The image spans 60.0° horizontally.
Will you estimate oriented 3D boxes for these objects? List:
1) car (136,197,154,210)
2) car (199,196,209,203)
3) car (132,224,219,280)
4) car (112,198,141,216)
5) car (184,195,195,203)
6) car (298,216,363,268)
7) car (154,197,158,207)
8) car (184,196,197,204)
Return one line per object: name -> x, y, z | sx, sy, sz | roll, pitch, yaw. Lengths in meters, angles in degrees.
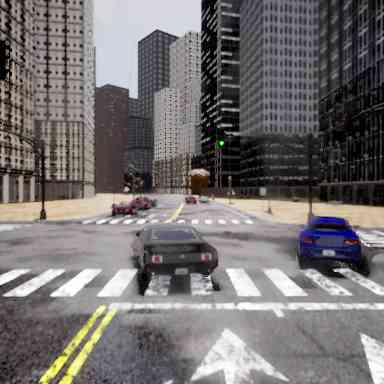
car -> -6.600, 1.396, 43.231 | 2.097, 1.767, 4.553 | 0, 0, 0
car -> 2.693, 1.558, 73.203 | 1.812, 1.442, 4.674 | 0, 0, -4
car -> -0.759, 1.624, 10.127 | 1.895, 1.301, 4.718 | 0, 0, -13
car -> -6.599, 1.605, 32.981 | 1.994, 1.385, 4.181 | 0, 0, 0
car -> -0.608, 1.559, 74.038 | 2.128, 1.511, 4.902 | 0, 0, -4
car -> 4.713, 1.561, 11.438 | 1.812, 1.442, 4.674 | -1, -1, 22
car -> -6.599, 1.536, 53.521 | 2.128, 1.511, 4.902 | 0, 0, 0
car -> -0.112, 1.568, 63.864 | 1.812, 1.442, 4.674 | 0, 0, -2
